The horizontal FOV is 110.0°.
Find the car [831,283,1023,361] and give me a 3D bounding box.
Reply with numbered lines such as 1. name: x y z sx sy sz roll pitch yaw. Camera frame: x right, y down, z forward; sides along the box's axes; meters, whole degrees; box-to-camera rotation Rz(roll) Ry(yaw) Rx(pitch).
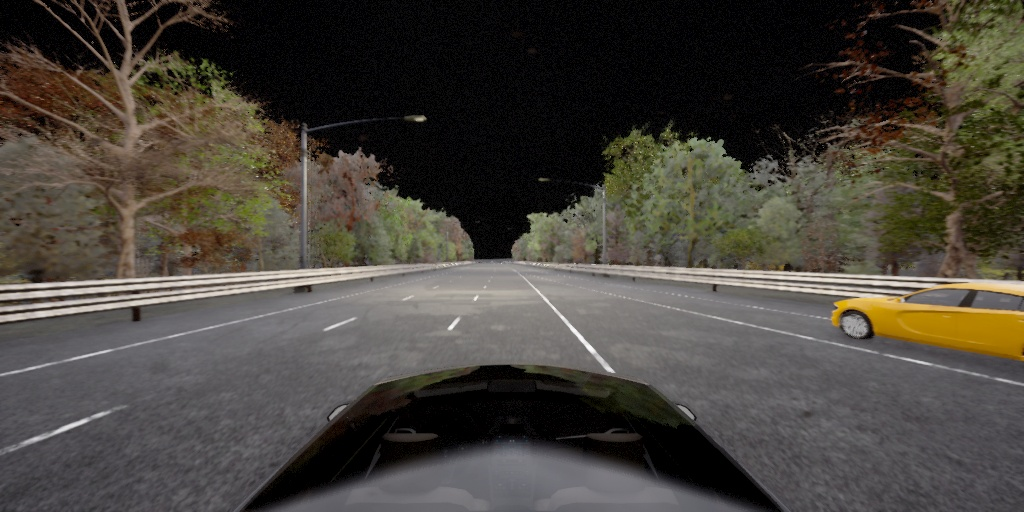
1. car: 9.722 1.301 7.506 1.882 1.535 5.008 0 0 -10
